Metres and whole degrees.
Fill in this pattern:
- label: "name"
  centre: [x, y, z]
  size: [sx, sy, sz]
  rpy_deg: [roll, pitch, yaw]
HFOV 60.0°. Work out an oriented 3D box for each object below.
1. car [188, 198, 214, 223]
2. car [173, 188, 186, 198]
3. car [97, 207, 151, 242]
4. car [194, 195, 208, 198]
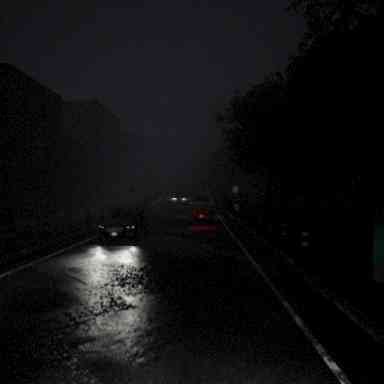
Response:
- label: "car"
  centre: [0.704, 1.489, 25.746]
  size: [1.882, 1.535, 5.008]
  rpy_deg: [0, 1, 1]
- label: "car"
  centre: [-2.155, 0.086, 57.857]
  size: [1.882, 1.535, 5.008]
  rpy_deg: [0, 4, 2]
- label: "car"
  centre: [-3.224, 1.514, 16.441]
  size: [2.128, 1.511, 4.902]
  rpy_deg: [0, 0, 1]
- label: "car"
  centre: [1.139, 1.057, 43.462]
  size: [1.994, 1.385, 4.181]
  rpy_deg: [0, 3, 1]
